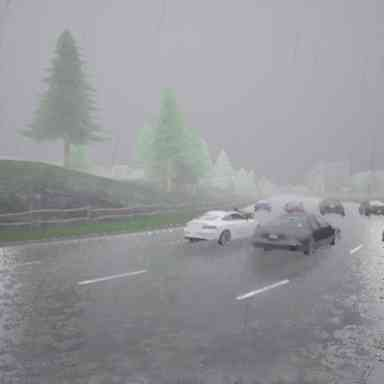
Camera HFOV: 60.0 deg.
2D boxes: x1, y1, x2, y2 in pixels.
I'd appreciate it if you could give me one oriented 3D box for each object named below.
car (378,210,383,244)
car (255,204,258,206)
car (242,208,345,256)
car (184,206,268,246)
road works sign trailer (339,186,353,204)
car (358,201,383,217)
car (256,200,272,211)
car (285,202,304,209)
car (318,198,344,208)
[{"bbox_3d":[9.347,1.564,14.051,1.994,1.385,4.181,0,0,35],"label":"car"},{"bbox_3d":[2.800,1.686,23.533,1.895,1.301,4.718,0,0,29],"label":"car"},{"bbox_3d":[4.374,1.578,13.387,2.033,1.411,5.357,-1,0,39],"label":"car"},{"bbox_3d":[1.544,1.586,15.593,1.812,1.442,4.674,0,0,40],"label":"car"},{"bbox_3d":[30.274,0.543,65.552,2.380,3.560,2.880,0,0,16],"label":"road works sign trailer"},{"bbox_3d":[16.989,1.547,31.175,1.812,1.442,4.674,0,0,17],"label":"car"},{"bbox_3d":[8.707,1.644,40.414,1.812,1.442,4.674,0,0,16],"label":"car"},{"bbox_3d":[10.735,1.681,34.813,1.895,1.301,4.718,0,0,17],"label":"car"},{"bbox_3d":[13.783,1.404,33.092,2.097,1.767,4.553,-1,0,18],"label":"car"}]
